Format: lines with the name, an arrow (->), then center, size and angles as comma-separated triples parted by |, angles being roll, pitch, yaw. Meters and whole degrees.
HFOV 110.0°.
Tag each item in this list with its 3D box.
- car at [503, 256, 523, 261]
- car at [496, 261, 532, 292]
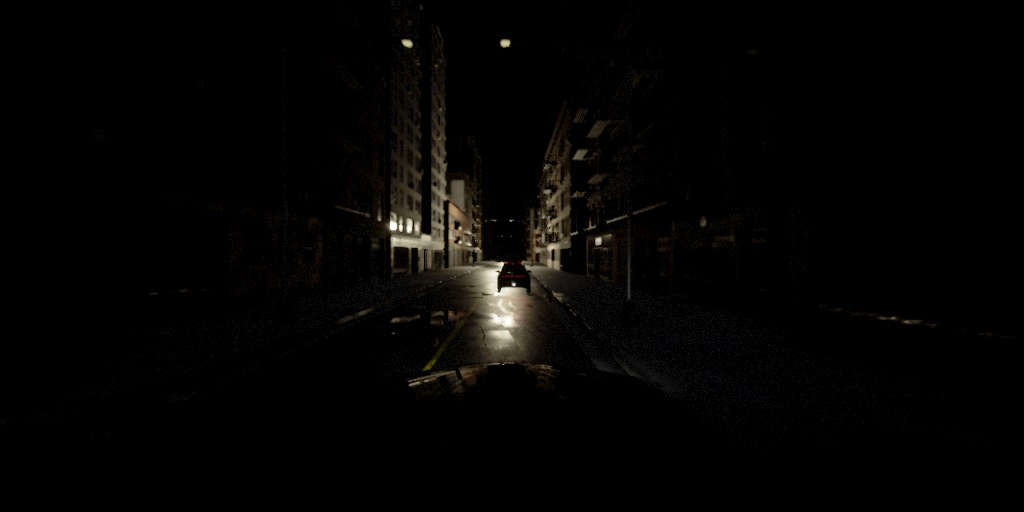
car -> 0.092, 0.966, 42.679 | 2.150, 2.045, 5.566 | 0, 0, 0
car -> 0.098, 1.255, 21.497 | 1.837, 1.490, 4.892 | 0, 0, 0
